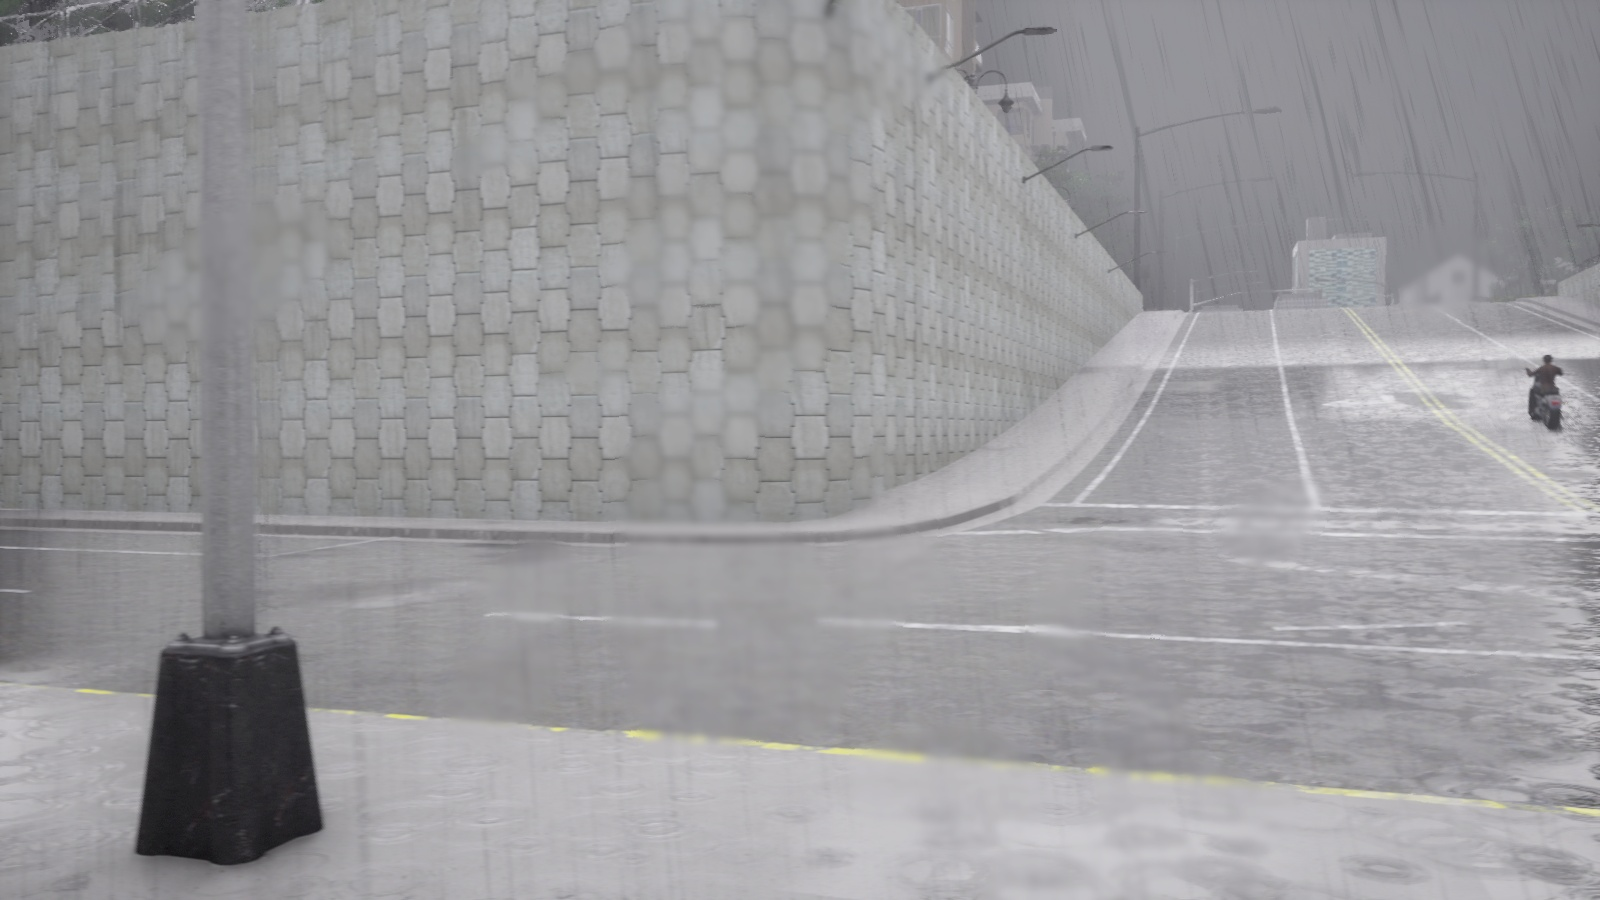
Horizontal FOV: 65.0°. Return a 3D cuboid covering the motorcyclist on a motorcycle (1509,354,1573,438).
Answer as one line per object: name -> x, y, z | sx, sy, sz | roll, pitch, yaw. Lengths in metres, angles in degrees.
motorcyclist on a motorcycle -> 16.655, -1.253, 28.293 | 0.766, 1.649, 2.350 | 1, 8, 20
